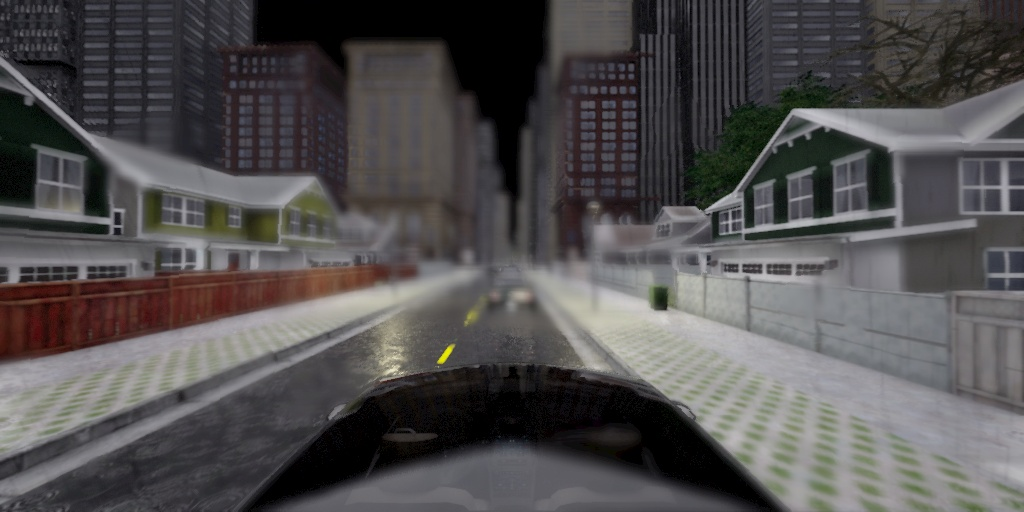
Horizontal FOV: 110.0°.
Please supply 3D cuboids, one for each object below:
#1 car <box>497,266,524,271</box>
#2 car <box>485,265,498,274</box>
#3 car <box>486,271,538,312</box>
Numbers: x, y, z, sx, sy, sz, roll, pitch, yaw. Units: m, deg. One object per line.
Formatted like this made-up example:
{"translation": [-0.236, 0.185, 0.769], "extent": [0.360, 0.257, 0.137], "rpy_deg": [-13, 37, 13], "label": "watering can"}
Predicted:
{"translation": [0.026, 1.632, 30.299], "extent": [1.994, 1.385, 4.181], "rpy_deg": [0, -1, 1], "label": "car"}
{"translation": [-2.764, 1.937, 51.676], "extent": [1.895, 1.301, 4.718], "rpy_deg": [0, -1, 0], "label": "car"}
{"translation": [0.020, 1.491, 15.092], "extent": [1.895, 1.301, 4.718], "rpy_deg": [0, -1, 1], "label": "car"}
